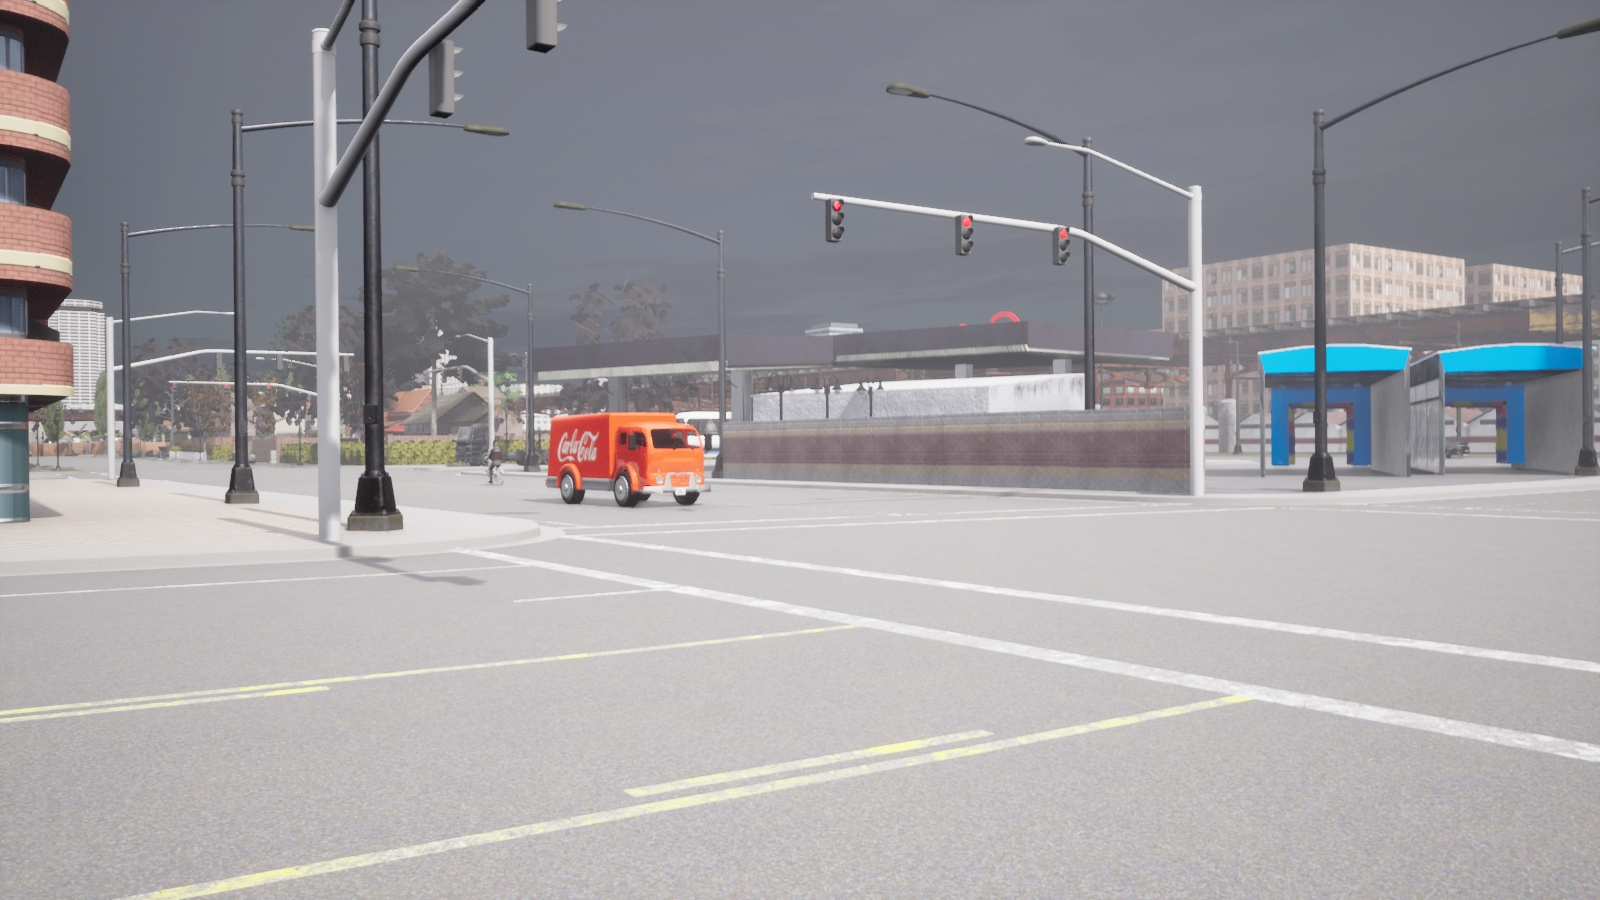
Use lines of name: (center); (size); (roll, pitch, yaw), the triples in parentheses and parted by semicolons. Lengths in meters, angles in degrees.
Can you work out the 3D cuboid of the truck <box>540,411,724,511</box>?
truck: (-4.644, 0.262, 34.029); (2.627, 2.467, 5.204); (-1, 0, -38)
